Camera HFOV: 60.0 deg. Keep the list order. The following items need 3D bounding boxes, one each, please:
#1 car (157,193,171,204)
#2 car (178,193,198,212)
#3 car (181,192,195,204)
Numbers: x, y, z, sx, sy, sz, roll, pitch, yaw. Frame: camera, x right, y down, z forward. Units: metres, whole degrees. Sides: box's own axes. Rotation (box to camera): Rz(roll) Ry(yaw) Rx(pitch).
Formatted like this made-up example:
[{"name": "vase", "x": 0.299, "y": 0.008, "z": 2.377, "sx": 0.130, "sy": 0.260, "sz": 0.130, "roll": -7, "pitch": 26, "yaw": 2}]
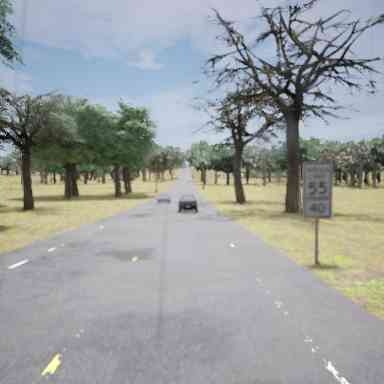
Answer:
[{"name": "car", "x": -4.138, "y": 0.896, "z": 49.301, "sx": 1.882, "sy": 1.535, "sz": 5.008, "roll": -1, "pitch": 1, "yaw": -1}, {"name": "car", "x": -0.395, "y": 1.162, "z": 33.585, "sx": 1.882, "sy": 1.535, "sz": 5.008, "roll": -1, "pitch": 1, "yaw": 0}, {"name": "car", "x": -0.569, "y": 0.854, "z": 49.007, "sx": 1.882, "sy": 1.535, "sz": 5.008, "roll": -1, "pitch": 2, "yaw": 0}]
